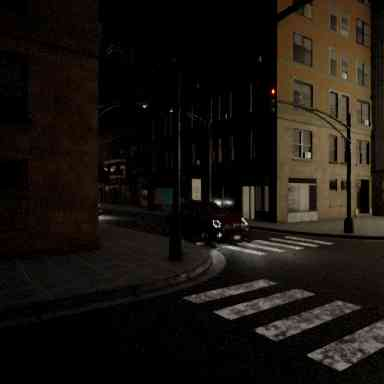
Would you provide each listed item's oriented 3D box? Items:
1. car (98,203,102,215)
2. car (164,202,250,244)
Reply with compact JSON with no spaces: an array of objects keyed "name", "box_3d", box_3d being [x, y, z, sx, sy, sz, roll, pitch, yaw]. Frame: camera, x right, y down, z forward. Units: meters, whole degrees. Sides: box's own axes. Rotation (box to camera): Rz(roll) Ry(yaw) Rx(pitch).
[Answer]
[{"name":"car","box_3d":[-9.873,1.189,30.302,2.097,1.767,4.553,0,0,-35]},{"name":"car","box_3d":[0.574,1.285,15.610,2.097,1.767,4.553,0,0,-35]}]
